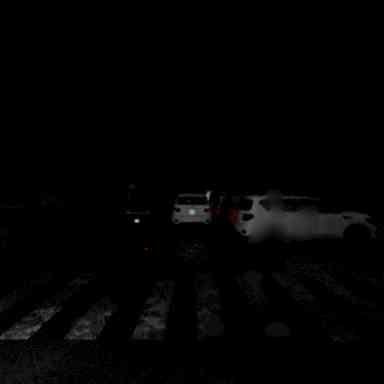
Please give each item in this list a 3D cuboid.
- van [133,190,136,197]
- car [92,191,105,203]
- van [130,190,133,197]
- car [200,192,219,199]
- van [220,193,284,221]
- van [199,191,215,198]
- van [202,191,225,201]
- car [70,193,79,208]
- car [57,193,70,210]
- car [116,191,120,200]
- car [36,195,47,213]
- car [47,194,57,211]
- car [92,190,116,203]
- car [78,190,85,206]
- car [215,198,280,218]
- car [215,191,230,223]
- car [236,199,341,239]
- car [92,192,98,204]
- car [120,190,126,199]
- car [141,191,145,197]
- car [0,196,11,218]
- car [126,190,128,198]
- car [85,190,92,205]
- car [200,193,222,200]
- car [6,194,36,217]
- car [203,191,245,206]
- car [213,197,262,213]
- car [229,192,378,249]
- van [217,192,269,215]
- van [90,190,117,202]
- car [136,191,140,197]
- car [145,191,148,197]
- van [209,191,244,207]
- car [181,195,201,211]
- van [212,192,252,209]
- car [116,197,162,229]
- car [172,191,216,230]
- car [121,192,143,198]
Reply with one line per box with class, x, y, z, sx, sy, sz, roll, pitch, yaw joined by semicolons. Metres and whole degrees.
van;-15.824;0.661;76.055;4.442;1.987;1.878;0;0;0
car;-15.809;1.003;48.268;4.892;1.521;2.231;0;0;0
van;-16.045;0.667;73.277;4.442;1.987;1.878;0;0;0
car;4.189;0.858;80.018;4.553;1.767;2.185;0;0;0
van;4.398;1.086;24.875;4.442;1.987;1.878;0;1;0
van;4.045;0.743;91.047;4.442;1.987;1.878;0;0;0
van;4.177;0.801;66.109;4.442;1.987;1.878;0;0;0
car;-15.771;1.081;37.152;4.892;1.521;2.231;0;0;0
car;-15.748;1.102;34.375;5.008;1.535;2.097;0;0;0
car;-15.668;0.954;56.605;5.366;1.575;1.946;0;0;0
car;-15.722;1.148;28.815;5.008;1.535;2.097;0;0;0
car;-15.770;0.999;31.593;4.553;1.767;2.185;0;0;0
car;-15.811;0.718;53.825;5.566;2.045;2.435;0;0;0
car;-15.746;0.933;39.929;4.553;1.767;2.185;0;0;0
car;4.504;1.287;27.635;5.008;1.535;2.097;0;1;0
car;4.558;1.086;22.118;5.566;2.045;2.435;0;1;0
car;4.589;1.260;16.480;4.553;1.767;2.185;0;0;0
car;-15.800;1.059;45.489;4.674;1.452;2.002;0;0;0
car;-15.849;0.679;62.159;5.566;2.045;2.435;0;0;0
car;-15.962;0.623;87.047;5.566;2.045;2.435;0;0;0
car;-15.704;1.235;23.257;4.674;1.452;2.002;0;0;0
car;-15.874;0.939;67.720;4.792;1.488;2.163;0;0;0
car;-15.758;0.913;42.709;4.553;1.767;2.185;0;0;0
car;4.243;0.999;74.505;4.892;1.521;2.231;0;0;0
car;-15.529;1.170;26.037;5.366;1.575;1.946;0;0;0
car;4.426;0.880;46.934;5.566;2.045;2.435;0;0;0
car;4.467;1.279;33.150;4.674;1.452;2.002;0;0;0
car;4.602;1.156;13.844;5.566;2.045;2.435;0;0;0
van;4.602;1.037;30.392;4.442;1.987;1.878;0;0;0
van;-15.748;0.717;59.383;4.442;1.987;1.878;0;0;0
car;-15.981;0.631;78.835;5.566;2.045;2.435;0;0;0
car;-16.046;0.621;92.732;5.566;2.045;2.435;0;0;0
van;4.528;0.926;44.177;4.442;1.987;1.878;0;0;0
car;-0.095;1.189;37.796;2.128;1.511;4.902;0;0;0
van;4.558;0.967;38.664;4.442;1.987;1.878;0;0;0
car;-3.003;1.326;20.468;2.128;1.511;4.902;0;0;0
car;0.012;1.075;19.919;2.150;2.045;5.566;0;1;0
car;-16.190;0.868;89.951;5.366;1.575;1.946;0;0;0
